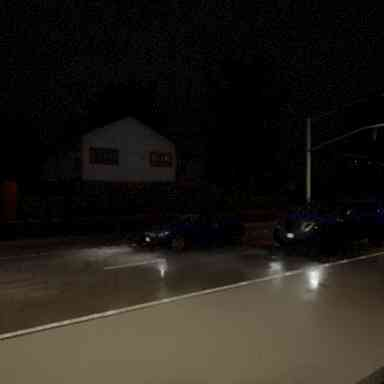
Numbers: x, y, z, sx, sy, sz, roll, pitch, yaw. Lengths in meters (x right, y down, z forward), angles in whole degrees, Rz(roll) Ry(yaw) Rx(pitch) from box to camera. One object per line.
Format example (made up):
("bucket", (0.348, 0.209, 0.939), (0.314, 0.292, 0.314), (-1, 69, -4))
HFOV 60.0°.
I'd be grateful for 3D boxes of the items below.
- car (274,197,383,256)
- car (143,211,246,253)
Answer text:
("car", (5.806, 1.233, 13.562), (5.566, 2.045, 2.150), (1, 0, -35))
("car", (0.231, 1.531, 13.932), (4.674, 1.442, 1.812), (0, 0, -35))
